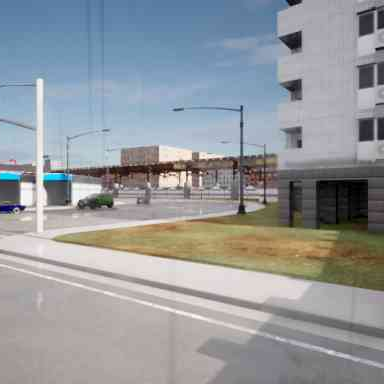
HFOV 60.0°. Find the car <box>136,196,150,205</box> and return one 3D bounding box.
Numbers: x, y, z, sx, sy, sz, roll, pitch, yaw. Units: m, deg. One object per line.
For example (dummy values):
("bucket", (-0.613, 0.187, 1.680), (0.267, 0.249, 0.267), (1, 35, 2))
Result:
("car", (-8.794, 1.493, 60.294), (2.128, 1.511, 4.902), (0, 0, 2))

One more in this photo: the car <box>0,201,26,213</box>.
("car", (-19.701, 1.600, 33.931), (1.895, 1.301, 4.718), (0, 0, 37))

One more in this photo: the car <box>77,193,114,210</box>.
("car", (-12.788, 1.221, 44.539), (2.150, 2.045, 5.566), (0, 0, 26))
